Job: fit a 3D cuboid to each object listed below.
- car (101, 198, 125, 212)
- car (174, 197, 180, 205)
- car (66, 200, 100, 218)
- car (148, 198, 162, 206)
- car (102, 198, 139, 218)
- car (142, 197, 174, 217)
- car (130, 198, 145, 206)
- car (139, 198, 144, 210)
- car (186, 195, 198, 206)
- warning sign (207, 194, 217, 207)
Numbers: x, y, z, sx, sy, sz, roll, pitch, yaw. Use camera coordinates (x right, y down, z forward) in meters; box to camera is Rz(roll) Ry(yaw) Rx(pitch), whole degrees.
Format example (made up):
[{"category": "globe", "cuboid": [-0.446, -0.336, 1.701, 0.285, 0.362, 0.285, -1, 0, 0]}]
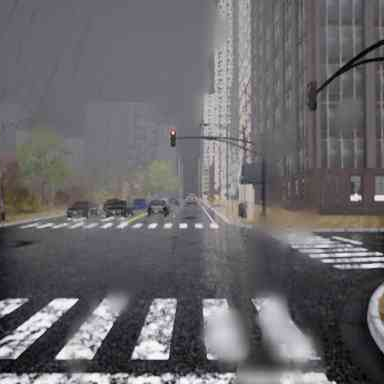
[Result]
[{"category": "car", "cuboid": [-9.866, 1.557, 41.707, 1.837, 1.490, 4.892, 0, 1, 0]}, {"category": "car", "cuboid": [-3.279, 1.659, 59.813, 1.812, 1.442, 4.674, 0, 0, 0]}, {"category": "car", "cuboid": [-9.860, 1.533, 30.400, 1.837, 1.490, 4.892, 0, 0, 0]}, {"category": "car", "cuboid": [-6.577, 1.734, 59.853, 1.895, 1.301, 4.718, 0, 0, 0]}, {"category": "car", "cuboid": [-6.581, 1.534, 30.753, 1.837, 1.490, 4.892, 0, 0, 2]}, {"category": "car", "cuboid": [-3.166, 1.523, 32.257, 2.128, 1.511, 4.902, 0, 0, 0]}, {"category": "car", "cuboid": [-9.825, 1.735, 60.115, 1.895, 1.301, 4.718, 0, 0, 0]}, {"category": "car", "cuboid": [-6.617, 1.536, 42.041, 1.882, 1.535, 5.008, 0, 0, 0]}, {"category": "car", "cuboid": [-0.031, 1.677, 59.079, 2.033, 1.411, 5.357, 0, 0, 0]}, {"category": "warning sign", "cuboid": [2.803, 1.192, 47.184, 1.300, 1.860, 1.060, -1, -2, 0]}]
